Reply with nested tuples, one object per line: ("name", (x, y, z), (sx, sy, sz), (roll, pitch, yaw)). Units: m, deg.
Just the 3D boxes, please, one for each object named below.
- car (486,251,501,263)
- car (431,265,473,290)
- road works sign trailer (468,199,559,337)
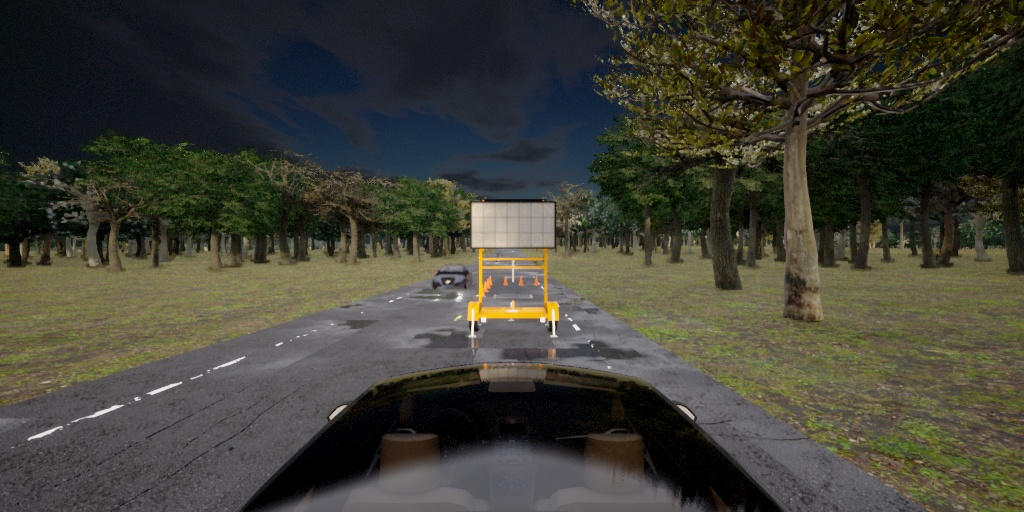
("car", (-3.365, 0.342, 61.978), (1.837, 1.490, 4.892), (0, 2, 0))
("car", (-3.526, 1.216, 21.750), (1.994, 1.385, 4.181), (0, 0, 0))
("road works sign trailer", (0.034, 0.198, 10.187), (2.380, 3.560, 2.880), (0, 0, 0))
